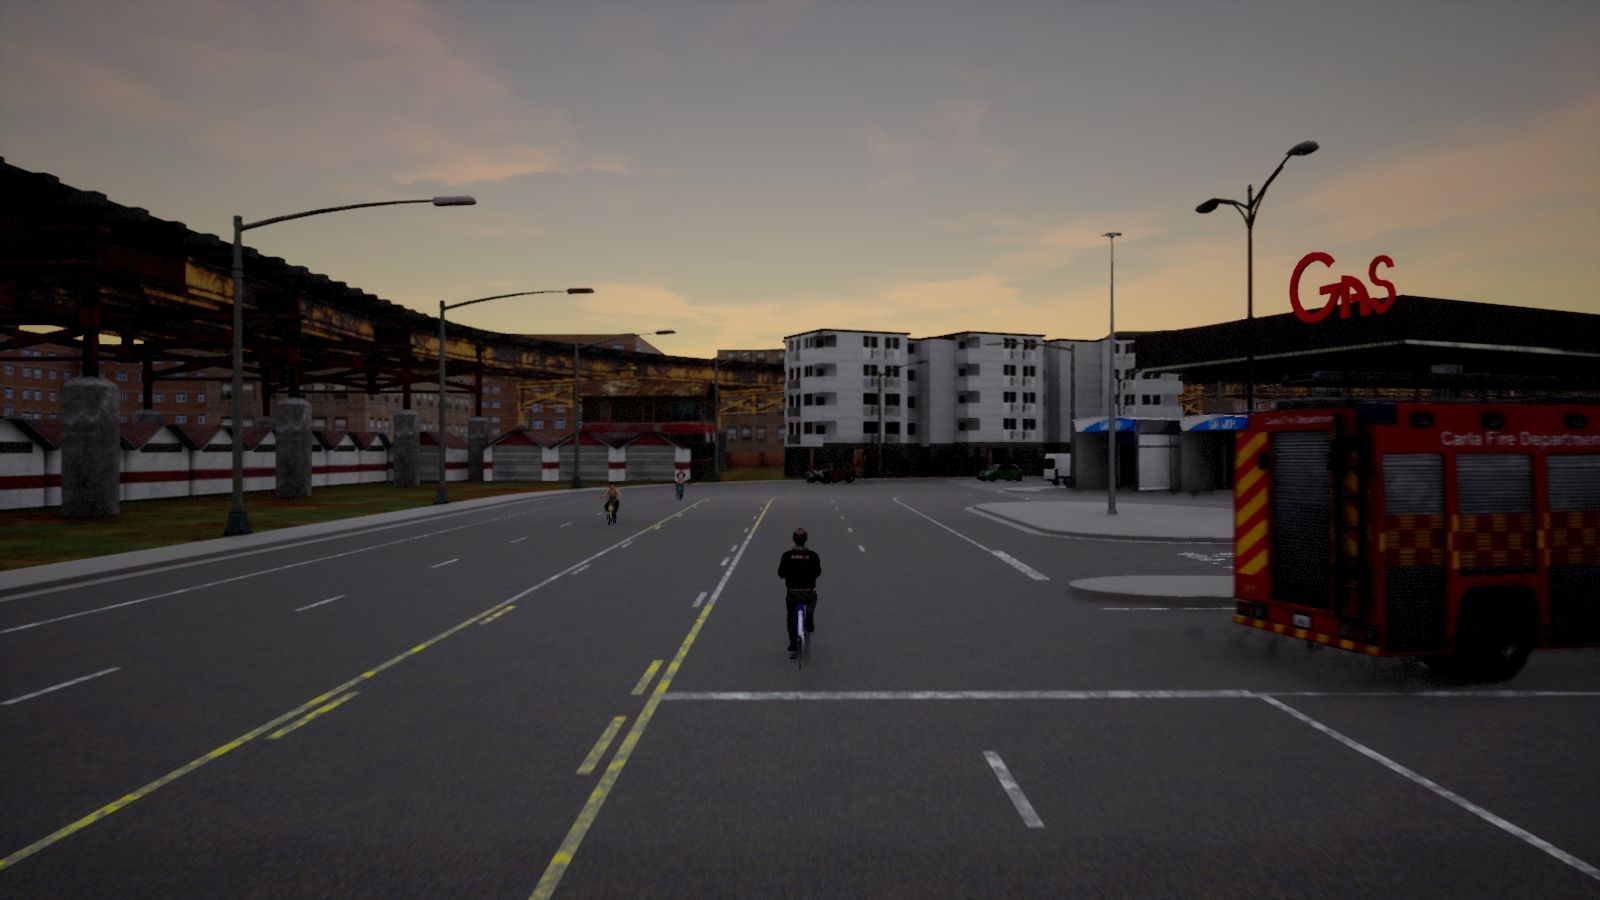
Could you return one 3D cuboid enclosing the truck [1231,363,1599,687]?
[{"bbox_3d":[10.606,0.890,15.868,8.468,3.827,2.891,0,0,-13],"label":"truck"}]

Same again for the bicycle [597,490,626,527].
[{"bbox_3d":[-7.000,2.146,42.489,0.859,1.301,1.487,0,0,0],"label":"bicycle"}]

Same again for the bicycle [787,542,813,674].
[{"bbox_3d":[-0.003,2.048,15.206,0.329,1.496,1.835,0,0,0],"label":"bicycle"}]
